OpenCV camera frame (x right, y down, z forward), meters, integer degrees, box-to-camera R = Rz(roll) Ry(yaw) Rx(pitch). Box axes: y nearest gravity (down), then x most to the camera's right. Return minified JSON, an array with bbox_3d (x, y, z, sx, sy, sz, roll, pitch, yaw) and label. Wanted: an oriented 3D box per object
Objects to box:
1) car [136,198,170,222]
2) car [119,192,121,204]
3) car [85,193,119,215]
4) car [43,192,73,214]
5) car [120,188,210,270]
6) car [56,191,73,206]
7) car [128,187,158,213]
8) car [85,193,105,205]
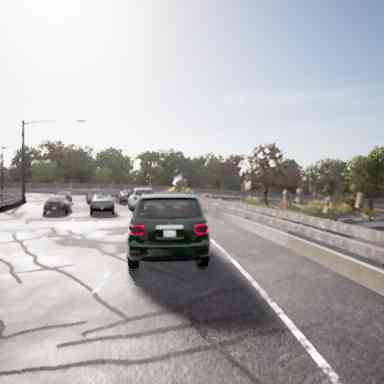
[{"bbox_3d":[-2.765,1.152,22.844,1.895,1.301,4.718,0,1,-12],"label":"car"},{"bbox_3d":[-8.408,0.683,41.450,2.128,1.511,4.902,0,1,-22],"label":"car"},{"bbox_3d":[-7.311,0.963,27.140,2.128,1.511,4.902,0,1,-15],"label":"car"},{"bbox_3d":[-10.960,0.996,27.264,1.812,1.442,4.674,0,1,-15],"label":"car"},{"bbox_3d":[-0.787,1.014,10.494,2.150,2.045,5.566,0,1,-6],"label":"car"},{"bbox_3d":[-15.494,0.726,40.250,1.837,1.490,4.892,0,2,-23],"label":"car"},{"bbox_3d":[-4.592,0.628,30.464,2.150,2.045,5.566,0,2,-14],"label":"car"},{"bbox_3d":[-12.101,0.798,41.245,1.895,1.301,4.718,-1,1,-22],"label":"car"}]
